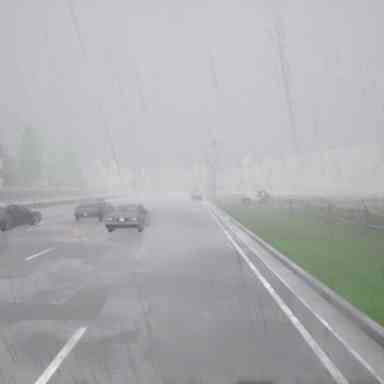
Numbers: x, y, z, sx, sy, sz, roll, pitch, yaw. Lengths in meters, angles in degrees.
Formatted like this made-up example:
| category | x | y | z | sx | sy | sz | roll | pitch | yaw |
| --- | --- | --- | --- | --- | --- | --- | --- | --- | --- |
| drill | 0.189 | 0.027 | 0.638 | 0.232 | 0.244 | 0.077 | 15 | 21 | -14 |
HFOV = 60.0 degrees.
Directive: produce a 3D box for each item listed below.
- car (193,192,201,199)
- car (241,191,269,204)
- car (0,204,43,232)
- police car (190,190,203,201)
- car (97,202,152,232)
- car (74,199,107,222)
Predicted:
| category | x | y | z | sx | sy | sz | roll | pitch | yaw |
| --- | --- | --- | --- | --- | --- | --- | --- | --- | --- |
| car | 1.030 | 0.812 | 72.696 | 1.812 | 1.442 | 4.674 | 0 | 1 | 0 |
| car | 8.908 | 0.754 | 46.700 | 3.866 | 1.878 | 1.905 | 0 | 1 | 0 |
| car | -10.406 | 1.363 | 18.642 | 2.033 | 1.411 | 5.357 | 0 | 1 | 0 |
| police car | 1.032 | 0.808 | 62.805 | 1.930 | 1.638 | 5.238 | 0 | 1 | 0 |
| car | -3.406 | 1.363 | 18.633 | 2.033 | 1.411 | 5.357 | 0 | 1 | 0 |
| car | -6.908 | 1.255 | 24.011 | 2.128 | 1.511 | 4.902 | 0 | 1 | 0 |
